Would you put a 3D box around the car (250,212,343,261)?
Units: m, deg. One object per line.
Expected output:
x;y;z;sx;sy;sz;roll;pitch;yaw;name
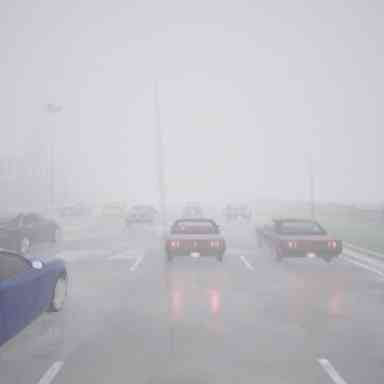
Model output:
3.601;1.620;12.236;1.895;1.301;4.718;0;0;0;car

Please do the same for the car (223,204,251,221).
3.602;1.644;27.421;1.895;1.301;4.718;0;0;0;car

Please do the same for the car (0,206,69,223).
-6.899;1.526;13.343;1.837;1.490;4.892;0;0;0;car

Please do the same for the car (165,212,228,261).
0.100;1.620;12.341;1.895;1.301;4.718;0;0;0;car

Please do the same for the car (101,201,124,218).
-6.898;1.525;30.559;1.882;1.535;5.008;0;0;0;car

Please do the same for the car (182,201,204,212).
0.088;1.573;30.022;1.812;1.442;4.674;0;0;0;car

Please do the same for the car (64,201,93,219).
-10.412;1.573;30.021;1.812;1.442;4.674;0;0;0;car

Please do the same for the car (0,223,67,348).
-3.404;1.485;4.656;1.882;1.535;5.008;0;0;0;car

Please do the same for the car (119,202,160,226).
-3.398;1.585;23.552;2.033;1.411;5.357;0;0;0;car
